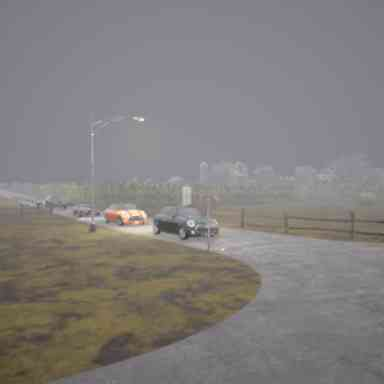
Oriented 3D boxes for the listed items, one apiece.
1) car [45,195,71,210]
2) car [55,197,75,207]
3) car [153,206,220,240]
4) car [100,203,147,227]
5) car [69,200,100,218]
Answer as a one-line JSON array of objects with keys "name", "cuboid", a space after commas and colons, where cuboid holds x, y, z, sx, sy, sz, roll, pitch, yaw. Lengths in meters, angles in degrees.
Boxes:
[{"name": "car", "cuboid": [-19.670, 1.448, 48.065, 2.150, 2.045, 5.566, -1, 1, -34]}, {"name": "car", "cuboid": [-21.267, 1.651, 55.597, 2.033, 1.411, 5.357, -1, 1, -34]}, {"name": "car", "cuboid": [-0.433, 1.628, 19.075, 2.097, 1.767, 4.553, -1, 0, -34]}, {"name": "car", "cuboid": [-5.305, 1.690, 26.378, 2.097, 1.767, 4.553, -1, 0, -34]}, {"name": "car", "cuboid": [-11.206, 1.908, 35.230, 1.994, 1.385, 4.181, -1, 0, -34]}]
